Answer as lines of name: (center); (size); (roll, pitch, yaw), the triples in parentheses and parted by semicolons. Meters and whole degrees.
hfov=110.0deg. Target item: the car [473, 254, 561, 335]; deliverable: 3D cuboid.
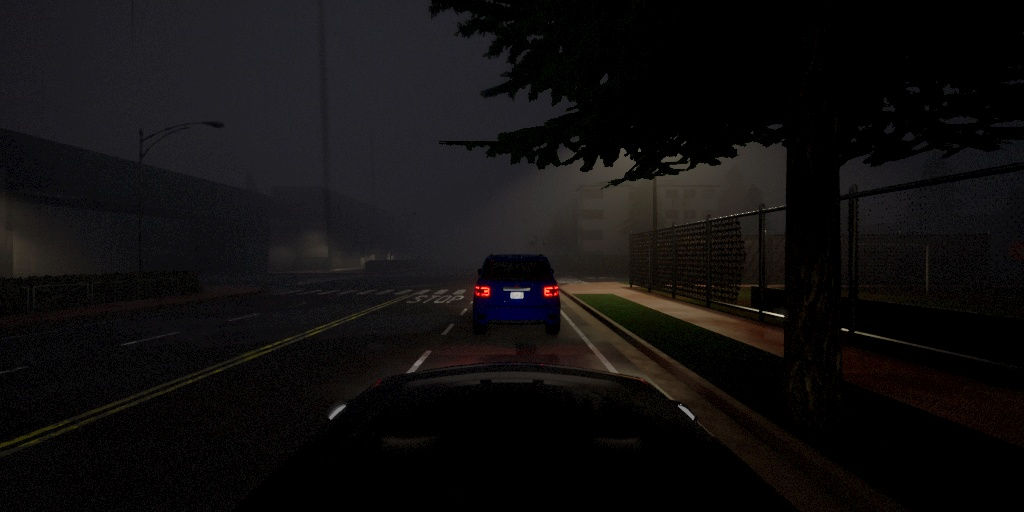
car: (0.116, 0.972, 10.689); (2.150, 2.045, 5.566); (0, 0, 0)

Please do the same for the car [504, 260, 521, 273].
car: (0.029, 1.242, 45.564); (2.128, 1.511, 4.902); (0, 0, 0)
